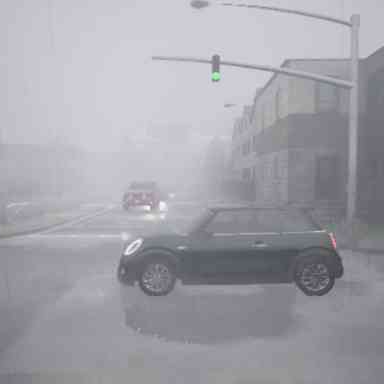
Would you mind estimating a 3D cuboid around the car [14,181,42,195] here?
[{"bbox_3d":[-22.654,-0.607,46.599,1.905,1.878,3.866,0,2,0],"label":"car"}]

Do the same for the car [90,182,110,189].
[{"bbox_3d":[-22.219,-1.510,80.592,4.611,1.667,2.242,0,2,0],"label":"car"}]

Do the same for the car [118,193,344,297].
[{"bbox_3d":[0.734,1.023,7.279,4.553,1.767,2.097,0,3,0],"label":"car"}]

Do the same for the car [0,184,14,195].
[{"bbox_3d":[-25.980,-0.345,47.210,1.970,1.475,3.806,0,2,0],"label":"car"}]

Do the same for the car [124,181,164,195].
[{"bbox_3d":[-3.615,0.185,24.630,2.150,2.045,5.566,0,2,0],"label":"car"}]

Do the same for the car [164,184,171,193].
[{"bbox_3d":[-3.614,0.175,34.763,1.895,1.301,4.718,0,2,0],"label":"car"}]

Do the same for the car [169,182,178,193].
[{"bbox_3d":[-3.535,-0.442,49.877,1.994,1.385,4.181,0,2,0],"label":"car"}]
